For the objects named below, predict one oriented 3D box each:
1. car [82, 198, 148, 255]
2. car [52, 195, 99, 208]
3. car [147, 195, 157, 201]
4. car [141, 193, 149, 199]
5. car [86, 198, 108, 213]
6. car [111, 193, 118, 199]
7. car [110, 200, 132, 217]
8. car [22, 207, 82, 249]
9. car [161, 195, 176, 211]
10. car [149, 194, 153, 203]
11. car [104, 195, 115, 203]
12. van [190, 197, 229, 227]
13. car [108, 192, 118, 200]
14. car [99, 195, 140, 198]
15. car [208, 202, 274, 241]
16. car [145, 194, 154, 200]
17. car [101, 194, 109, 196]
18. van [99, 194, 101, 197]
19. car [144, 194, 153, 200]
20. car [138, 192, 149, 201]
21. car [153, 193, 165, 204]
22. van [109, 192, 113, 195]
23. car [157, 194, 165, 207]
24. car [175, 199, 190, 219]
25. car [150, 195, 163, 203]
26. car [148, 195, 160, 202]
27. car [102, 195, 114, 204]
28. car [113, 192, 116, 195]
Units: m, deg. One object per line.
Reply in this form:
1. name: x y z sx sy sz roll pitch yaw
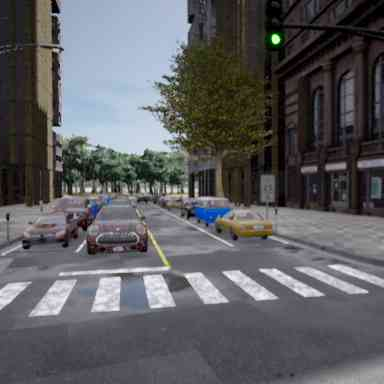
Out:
1. car: -2.979 1.311 13.308 2.097 1.767 4.553 0 0 -13
2. car: -7.095 1.267 19.982 2.192 1.841 5.009 -1 0 -11
3. car: -8.739 1.249 71.784 1.802 1.307 4.206 -1 0 -11
4. car: -13.189 0.992 94.059 1.967 1.590 4.097 -1 0 -11
5. car: -10.427 1.435 36.694 2.008 1.369 4.403 -1 0 -11
6. car: -21.514 1.134 92.222 1.752 1.417 4.829 -1 0 -11
7. car: -6.530 1.495 30.836 1.895 1.301 4.718 0 0 -11
8. car: -5.979 1.553 14.414 1.802 1.307 4.206 -1 0 -11
9. car: -2.102 1.352 38.536 1.752 1.417 4.829 -1 0 -11
10. car: -5.407 1.064 55.075 2.192 1.841 5.009 -1 0 -11
11. car: -15.986 1.333 64.542 1.802 1.307 4.206 -1 0 -11
12. van: 1.264 1.237 21.660 1.690 1.788 3.998 -1 0 -11
13. car: -19.326 0.981 81.249 2.192 1.841 5.009 -1 0 -11
14. car: -4.758 1.281 21.938 2.097 1.767 4.553 0 0 -11
15. car: 2.346 1.440 16.257 1.752 1.417 4.829 -1 0 -11
16. car: -9.885 1.163 77.520 1.752 1.417 4.829 -1 0 -11
17. car: -9.319 1.223 31.122 2.192 1.841 5.009 -1 0 -11
18. van: -8.206 1.272 25.553 1.690 1.788 3.998 -1 0 -11
19. car: -10.963 1.176 82.923 1.947 1.339 4.313 -1 0 -11
20. car: -8.857 1.251 58.807 1.837 1.490 4.892 0 0 -11
21. car: -4.292 1.326 49.507 2.008 1.369 4.403 -1 0 -11
22. van: -12.654 1.173 47.831 1.690 1.788 3.998 -1 0 -11
23. car: -3.180 1.347 43.938 1.887 1.381 4.507 -1 0 -11
24. car: 0.156 1.441 27.231 1.947 1.339 4.313 -1 0 -11
25. car: -6.516 1.273 60.646 2.008 1.369 4.403 -1 0 -11
26. car: -7.628 1.246 66.214 2.008 1.369 4.403 -1 0 -11
27. car: -14.875 1.323 58.972 1.887 1.381 4.507 -1 0 -11
28. car: -13.764 1.245 53.402 1.967 1.590 4.097 -1 0 -11
